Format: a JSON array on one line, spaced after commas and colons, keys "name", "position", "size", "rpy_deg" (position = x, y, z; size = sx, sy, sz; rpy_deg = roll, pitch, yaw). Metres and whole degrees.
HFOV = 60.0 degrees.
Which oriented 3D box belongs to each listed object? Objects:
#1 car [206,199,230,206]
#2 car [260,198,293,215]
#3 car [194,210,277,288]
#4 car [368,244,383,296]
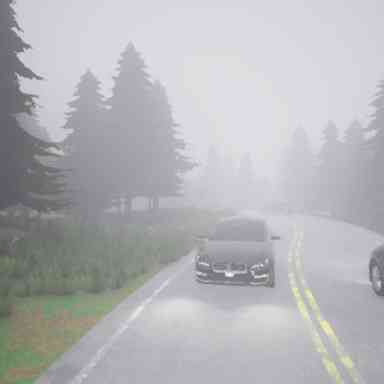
[{"name": "car", "position": [3.415, 1.753, 45.422], "size": [1.812, 1.442, 4.674], "rpy_deg": [3, -5, -33]}, {"name": "car", "position": [8.157, 1.371, 32.410], "size": [1.837, 1.490, 4.892], "rpy_deg": [1, 0, -8]}, {"name": "car", "position": [1.385, 1.494, 9.435], "size": [1.837, 1.490, 4.892], "rpy_deg": [-1, 0, 14]}, {"name": "car", "position": [4.666, 1.310, 5.492], "size": [2.097, 1.767, 4.553], "rpy_deg": [-1, 0, 10]}]
